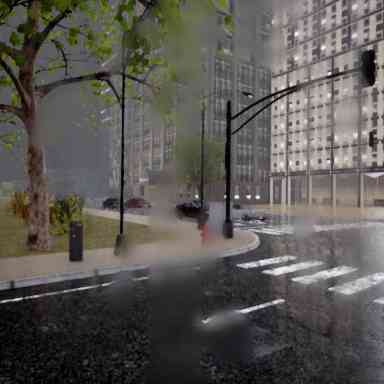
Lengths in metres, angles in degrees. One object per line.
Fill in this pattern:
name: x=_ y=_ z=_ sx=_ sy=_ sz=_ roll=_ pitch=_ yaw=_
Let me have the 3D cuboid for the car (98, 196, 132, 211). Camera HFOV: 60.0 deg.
car: x=-9.195 y=1.405 z=39.308 sx=1.812 sy=1.442 sz=4.674 roll=1 pitch=0 yaw=-34

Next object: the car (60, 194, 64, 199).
car: x=-31.537 y=1.422 z=84.530 sx=2.033 sy=1.411 sz=5.357 roll=1 pitch=0 yaw=-34

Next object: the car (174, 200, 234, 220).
car: x=0.507 y=1.395 z=24.808 sx=2.128 sy=1.511 sz=4.902 roll=1 pitch=0 yaw=-34

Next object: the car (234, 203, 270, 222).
car: x=3.747 y=1.553 z=25.807 sx=1.895 sy=1.301 sz=4.718 roll=1 pitch=0 yaw=-34

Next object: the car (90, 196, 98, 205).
car: x=-15.907 y=1.304 z=55.349 sx=1.895 sy=1.301 sz=4.718 roll=1 pitch=0 yaw=-34

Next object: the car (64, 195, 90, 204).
car: x=-18.639 y=1.129 z=53.591 sx=2.097 sy=1.767 sz=4.553 roll=1 pitch=0 yaw=-34

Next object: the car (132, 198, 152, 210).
car: x=-6.707 y=1.452 z=41.434 sx=1.812 sy=1.442 sz=4.674 roll=1 pitch=0 yaw=-34
